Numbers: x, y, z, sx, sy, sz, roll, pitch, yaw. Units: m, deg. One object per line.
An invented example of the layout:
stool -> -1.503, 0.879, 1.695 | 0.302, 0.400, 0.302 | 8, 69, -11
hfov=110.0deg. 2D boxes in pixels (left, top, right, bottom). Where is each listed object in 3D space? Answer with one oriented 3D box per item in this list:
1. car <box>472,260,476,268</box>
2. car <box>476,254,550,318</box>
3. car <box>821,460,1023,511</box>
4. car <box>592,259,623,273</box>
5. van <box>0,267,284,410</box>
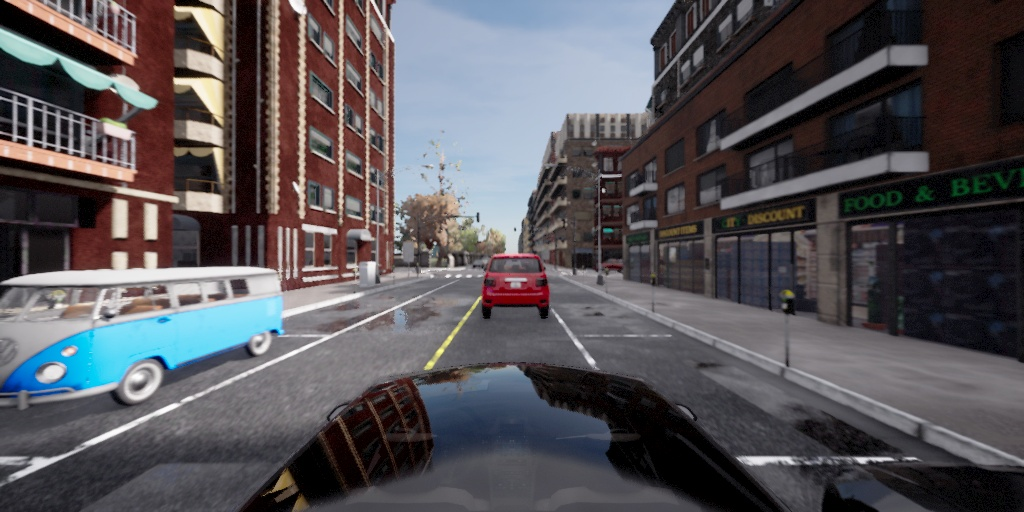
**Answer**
car -> -5.688, 1.356, 61.004 | 1.948, 1.339, 4.313 | 0, 0, 0
car -> 0.102, 0.967, 13.180 | 2.150, 2.045, 5.566 | 0, -1, 0
car -> 2.692, 1.316, 0.295 | 1.948, 1.339, 4.313 | 0, 0, 0
car -> 13.451, 1.370, 48.663 | 5.009, 1.841, 2.192 | 0, 0, -1
van -> -5.688, 1.091, 5.955 | 1.690, 1.789, 3.998 | 0, 0, 0
